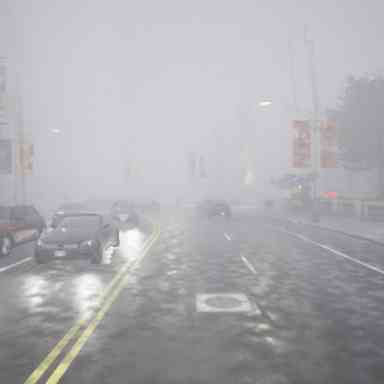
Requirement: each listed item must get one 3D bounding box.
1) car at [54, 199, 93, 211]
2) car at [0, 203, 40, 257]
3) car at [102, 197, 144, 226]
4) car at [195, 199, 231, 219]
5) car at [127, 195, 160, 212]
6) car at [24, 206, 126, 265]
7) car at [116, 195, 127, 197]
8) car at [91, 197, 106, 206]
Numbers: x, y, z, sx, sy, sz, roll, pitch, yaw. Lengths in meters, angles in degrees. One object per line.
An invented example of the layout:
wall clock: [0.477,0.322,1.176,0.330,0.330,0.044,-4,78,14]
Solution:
car: [-8.213,1.385,22.817,2.033,1.411,5.357,0,0,-14]
car: [-7.250,1.263,12.453,2.097,1.767,4.553,0,0,-2]
car: [-4.513,1.334,22.115,2.128,1.511,4.902,0,0,-11]
car: [1.653,1.313,27.019,1.837,1.490,4.892,0,0,-15]
car: [-4.806,1.283,34.260,1.812,1.442,4.674,0,0,-29]
car: [-3.719,1.443,11.565,1.812,1.442,4.674,0,0,-1]
car: [-9.808,1.160,46.657,2.128,1.511,4.902,0,0,-45]
car: [-12.773,1.284,44.729,4.718,1.301,1.895,0,1,44]
